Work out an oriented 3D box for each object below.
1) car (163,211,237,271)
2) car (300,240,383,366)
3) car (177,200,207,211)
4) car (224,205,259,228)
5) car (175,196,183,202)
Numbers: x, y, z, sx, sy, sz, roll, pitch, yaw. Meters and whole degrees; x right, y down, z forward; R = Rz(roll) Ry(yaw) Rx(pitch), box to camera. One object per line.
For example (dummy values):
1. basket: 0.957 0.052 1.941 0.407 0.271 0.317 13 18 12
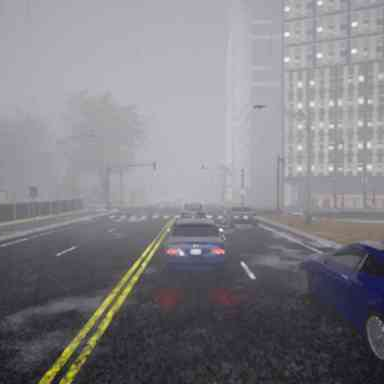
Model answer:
1. car: 0.099 1.586 11.017 2.033 1.411 5.357 0 0 0
2. car: 3.344 1.545 5.667 1.812 1.442 4.674 0 0 0
3. car: 0.095 1.586 25.495 2.128 1.511 4.902 0 0 0
4. car: 3.346 1.633 23.165 2.033 1.411 5.357 0 0 0
5. car: -3.254 1.861 85.878 1.882 1.535 5.008 0 0 0
